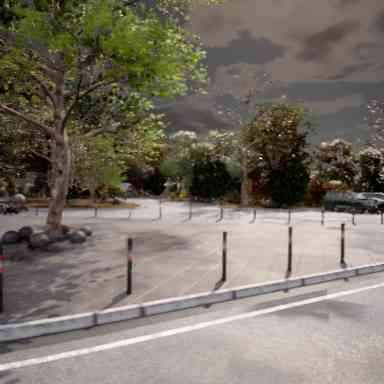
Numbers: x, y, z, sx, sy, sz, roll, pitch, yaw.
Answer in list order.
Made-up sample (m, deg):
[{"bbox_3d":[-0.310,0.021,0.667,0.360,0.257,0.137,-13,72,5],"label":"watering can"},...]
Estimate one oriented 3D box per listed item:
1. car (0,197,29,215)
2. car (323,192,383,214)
[{"bbox_3d":[-15.200,0.971,24.846,5.357,1.411,2.033,1,0,4],"label":"car"},{"bbox_3d":[15.704,1.002,33.129,2.435,2.045,5.566,1,0,-29],"label":"car"}]
